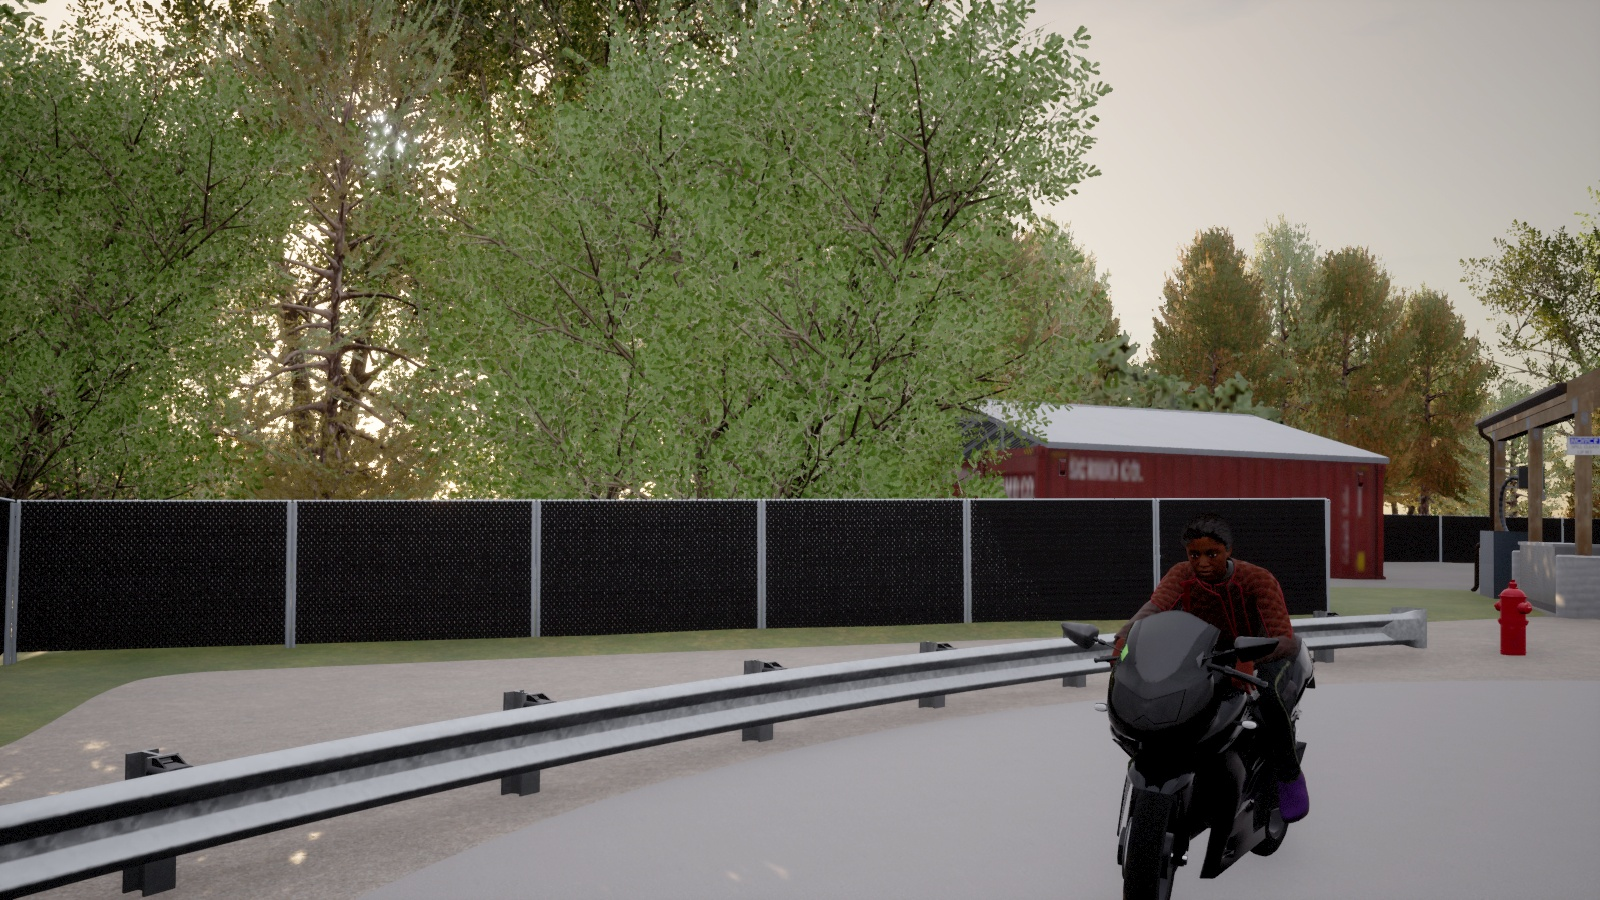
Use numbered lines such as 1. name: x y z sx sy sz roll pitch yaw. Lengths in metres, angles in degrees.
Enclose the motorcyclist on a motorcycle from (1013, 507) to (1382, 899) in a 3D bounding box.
1. motorcyclist on a motorcycle: 1.676 0.996 5.020 0.797 1.523 2.044 -1 -3 36
